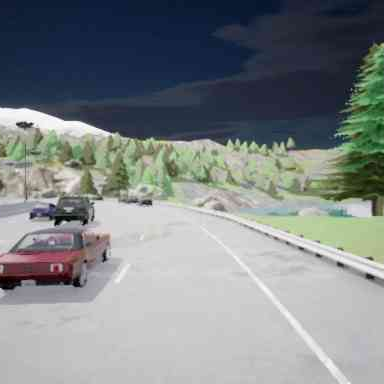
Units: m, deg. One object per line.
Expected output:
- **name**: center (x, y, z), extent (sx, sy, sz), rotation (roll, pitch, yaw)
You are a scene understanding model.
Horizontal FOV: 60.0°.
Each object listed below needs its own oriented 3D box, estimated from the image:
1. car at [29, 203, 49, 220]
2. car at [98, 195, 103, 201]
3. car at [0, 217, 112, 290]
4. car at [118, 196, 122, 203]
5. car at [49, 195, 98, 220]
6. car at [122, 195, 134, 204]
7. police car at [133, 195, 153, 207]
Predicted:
- **car**: center (-13.074, 1.678, 29.648), extent (1.812, 1.442, 4.674), rotation (-1, 0, -11)
- **car**: center (-24.824, 1.633, 87.566), extent (1.837, 1.490, 4.892), rotation (-1, 0, -33)
- **car**: center (-3.549, 1.640, 9.236), extent (1.895, 1.301, 4.718), rotation (-1, 0, -3)
- **car**: center (-14.274, 1.604, 70.224), extent (1.837, 1.490, 4.892), rotation (-1, 0, -25)
- **car**: center (-8.496, 1.312, 24.383), extent (2.150, 2.045, 5.566), rotation (0, 0, -10)
- **car**: center (-11.565, 1.418, 64.081), extent (2.097, 1.767, 4.553), rotation (-1, 0, -23)
- **police car**: center (-7.670, 1.449, 53.794), extent (1.930, 1.638, 5.238), rotation (-1, 0, -19)
